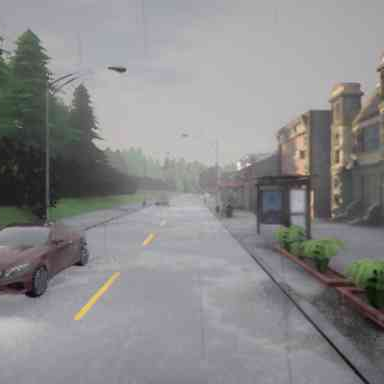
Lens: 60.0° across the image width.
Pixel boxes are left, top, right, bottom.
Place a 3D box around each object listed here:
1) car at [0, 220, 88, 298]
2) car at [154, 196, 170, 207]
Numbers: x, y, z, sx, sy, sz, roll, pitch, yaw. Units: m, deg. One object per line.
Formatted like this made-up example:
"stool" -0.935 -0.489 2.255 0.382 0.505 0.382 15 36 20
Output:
"car" -4.097 1.492 8.586 1.812 1.442 4.674 0 0 0
"car" -4.064 1.321 46.280 1.837 1.490 4.892 0 1 0
